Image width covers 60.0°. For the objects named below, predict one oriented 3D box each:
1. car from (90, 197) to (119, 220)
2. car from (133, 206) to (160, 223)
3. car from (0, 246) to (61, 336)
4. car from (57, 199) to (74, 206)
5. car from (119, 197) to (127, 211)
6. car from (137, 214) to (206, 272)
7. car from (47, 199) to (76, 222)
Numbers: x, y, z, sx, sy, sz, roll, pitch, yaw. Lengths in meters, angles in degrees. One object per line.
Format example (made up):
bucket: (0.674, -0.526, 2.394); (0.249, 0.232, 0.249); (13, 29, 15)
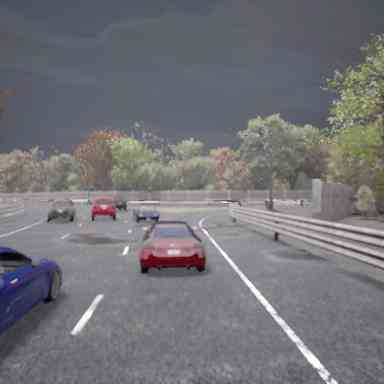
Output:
car: (-8.519, 1.546, 31.851); (2.150, 2.045, 5.566); (0, -1, -17)
car: (-4.047, 1.879, 28.581); (1.895, 1.301, 4.718); (0, -1, -15)
car: (-3.696, 1.591, 5.471); (1.812, 1.442, 4.674); (0, -1, -4)
car: (-28.173, 2.285, 73.993); (1.837, 1.490, 4.892); (0, -1, -43)
car: (-10.804, 1.695, 47.218); (2.150, 2.045, 5.566); (0, -1, -25)
car: (-0.726, 1.671, 11.303); (1.994, 1.385, 4.181); (0, -1, -6)
car: (-11.667, 1.672, 30.004); (2.097, 1.767, 4.553); (0, -1, -17)
